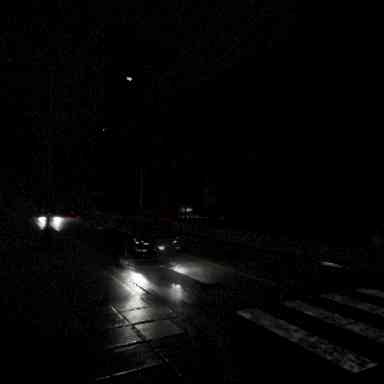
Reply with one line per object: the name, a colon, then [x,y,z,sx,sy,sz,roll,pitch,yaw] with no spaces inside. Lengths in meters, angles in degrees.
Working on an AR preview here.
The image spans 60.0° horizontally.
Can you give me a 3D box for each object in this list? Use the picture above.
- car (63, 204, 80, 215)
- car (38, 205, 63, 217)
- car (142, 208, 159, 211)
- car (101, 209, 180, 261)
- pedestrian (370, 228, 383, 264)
car: [-15.750,2.217,42.553,1.895,1.301,4.718,2,-2,-30]
car: [-16.143,2.079,37.415,1.895,1.301,4.718,2,-2,-29]
car: [-2.942,1.736,20.250,1.882,1.535,5.008,2,-2,-30]
car: [-2.185,1.617,13.008,1.837,1.490,4.892,2,-1,-30]
pedestrian: [5.929,1.727,10.636,0.500,1.100,0.500,1,0,-30]
